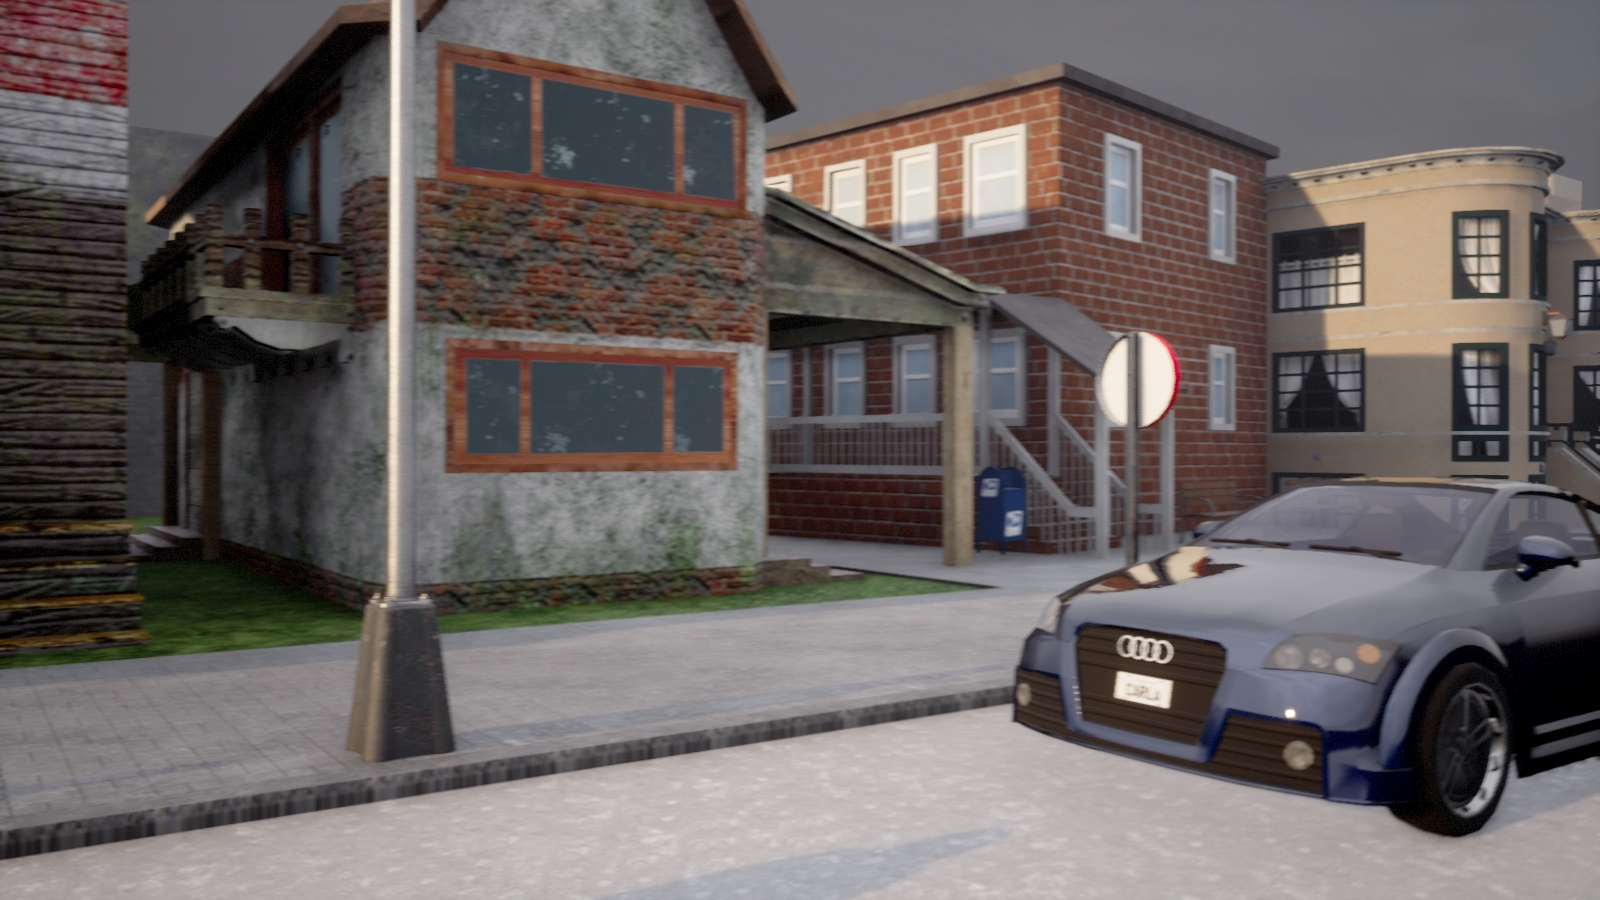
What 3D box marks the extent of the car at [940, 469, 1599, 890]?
[{"bbox_3d":[2.951,0.819,6.322,4.181,1.385,1.994,0,0,-35],"label":"car"}]
